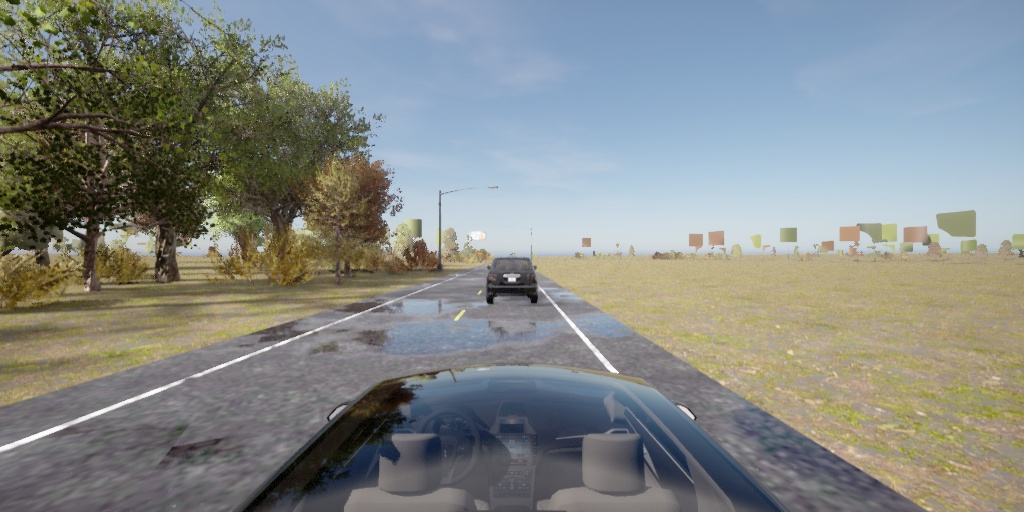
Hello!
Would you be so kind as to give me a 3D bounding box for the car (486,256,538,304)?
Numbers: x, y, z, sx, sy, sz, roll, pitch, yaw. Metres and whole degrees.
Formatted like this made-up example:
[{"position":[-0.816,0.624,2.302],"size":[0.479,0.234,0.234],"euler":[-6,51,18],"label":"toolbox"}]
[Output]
[{"position":[0.000,1.005,16.530],"size":[2.150,2.045,5.566],"euler":[0,0,0],"label":"car"}]
